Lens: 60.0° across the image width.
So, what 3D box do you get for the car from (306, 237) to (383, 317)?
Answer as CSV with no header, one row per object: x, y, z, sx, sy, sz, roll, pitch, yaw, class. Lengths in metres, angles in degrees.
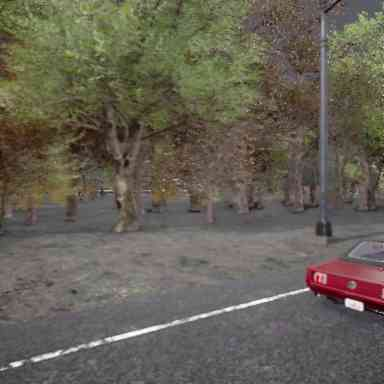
4.543,1.590,6.783,4.718,1.301,1.895,0,0,-34,car
